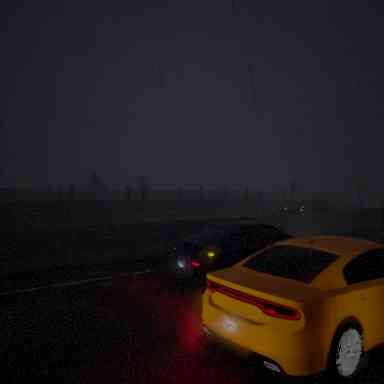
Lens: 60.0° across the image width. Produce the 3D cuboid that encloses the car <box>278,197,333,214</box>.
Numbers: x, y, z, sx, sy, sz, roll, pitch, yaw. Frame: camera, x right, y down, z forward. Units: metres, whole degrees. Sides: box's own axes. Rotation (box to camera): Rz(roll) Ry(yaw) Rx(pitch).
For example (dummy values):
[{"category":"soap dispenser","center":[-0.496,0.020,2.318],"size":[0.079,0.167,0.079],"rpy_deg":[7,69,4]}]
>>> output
[{"category":"car","center":[9.847,1.344,28.132],"size":[4.553,1.767,2.097],"rpy_deg":[0,0,-35]}]

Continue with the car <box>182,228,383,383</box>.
[{"category":"car","center":[2.474,1.476,5.507],"size":[5.008,1.535,1.882],"rpy_deg":[0,0,-36]}]

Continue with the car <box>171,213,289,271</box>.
[{"category":"car","center":[1.621,1.524,9.197],"size":[4.674,1.442,1.812],"rpy_deg":[0,0,-35]}]

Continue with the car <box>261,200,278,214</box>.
[{"category":"car","center":[8.726,1.472,31.631],"size":[5.008,1.535,1.882],"rpy_deg":[0,0,-35]}]
